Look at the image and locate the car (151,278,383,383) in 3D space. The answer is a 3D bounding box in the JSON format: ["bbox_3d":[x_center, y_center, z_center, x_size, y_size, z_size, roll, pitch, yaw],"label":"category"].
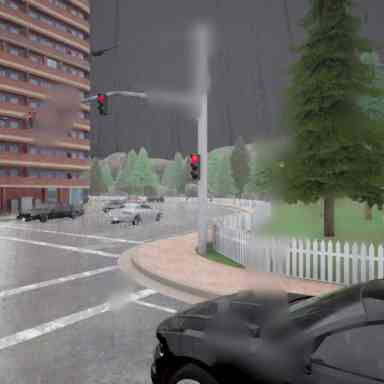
[{"bbox_3d":[1.873,1.478,2.653,5.008,1.535,1.882,0,0,36],"label":"car"}]

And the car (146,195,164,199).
[{"bbox_3d":[-7.745,1.448,69.350,1.837,1.490,4.892,0,0,-42],"label":"car"}]

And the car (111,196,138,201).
[{"bbox_3d":[-7.821,1.492,35.405,2.033,1.411,5.357,0,0,7],"label":"car"}]

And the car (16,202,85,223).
[{"bbox_3d":[-10.641,1.492,25.586,2.033,1.411,5.357,0,0,24],"label":"car"}]

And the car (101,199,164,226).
[{"bbox_3d":[-3.854,1.470,23.035,1.812,1.442,4.674,0,0,24],"label":"car"}]

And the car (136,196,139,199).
[{"bbox_3d":[-8.119,1.296,45.702,2.097,1.767,4.553,0,0,-11],"label":"car"}]
